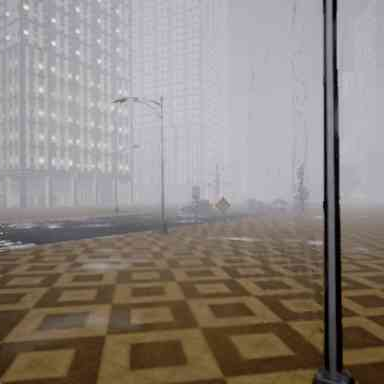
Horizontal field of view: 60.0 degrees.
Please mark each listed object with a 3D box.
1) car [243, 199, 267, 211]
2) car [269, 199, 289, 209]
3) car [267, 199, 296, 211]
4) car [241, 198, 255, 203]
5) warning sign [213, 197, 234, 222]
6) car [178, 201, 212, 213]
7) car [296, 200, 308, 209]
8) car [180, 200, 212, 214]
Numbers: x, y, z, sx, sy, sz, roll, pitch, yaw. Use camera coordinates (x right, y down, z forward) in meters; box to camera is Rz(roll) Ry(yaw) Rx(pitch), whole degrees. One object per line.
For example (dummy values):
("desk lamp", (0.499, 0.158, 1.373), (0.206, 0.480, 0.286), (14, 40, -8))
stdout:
("car", (9.518, 2.004, 47.469), (1.895, 1.301, 4.718), (-1, -1, 33))
("car", (14.735, 1.941, 55.868), (1.882, 1.535, 5.008), (-1, -1, 31))
("car", (12.428, 1.975, 45.987), (1.895, 1.301, 4.718), (-1, -1, 33))
("car", (9.345, 1.644, 53.315), (1.812, 1.442, 4.674), (-1, -1, 32))
("warning sign", (2.446, 1.321, 26.068), (1.300, 1.860, 1.060), (0, 0, 34))
("car", (0.479, 1.975, 45.786), (2.033, 1.411, 5.357), (-1, -1, 34))
("car", (17.531, 2.033, 54.208), (1.895, 1.301, 4.718), (-1, -1, 31))
("car", (0.545, 1.718, 40.091), (2.097, 1.767, 4.553), (-1, -1, 34))
